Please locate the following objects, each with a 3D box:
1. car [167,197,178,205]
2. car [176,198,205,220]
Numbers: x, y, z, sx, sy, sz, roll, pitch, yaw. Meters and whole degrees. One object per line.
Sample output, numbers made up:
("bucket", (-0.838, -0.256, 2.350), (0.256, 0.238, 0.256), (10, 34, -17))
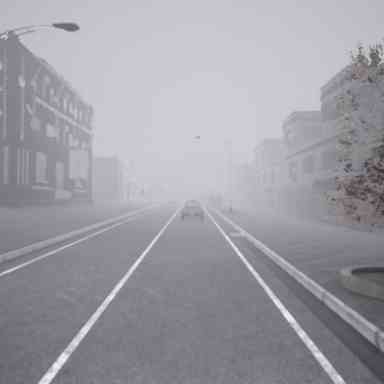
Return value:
("car", (-3.529, 1.699, 62.261), (1.994, 1.385, 4.181), (0, 0, 0))
("car", (0.054, 1.554, 28.560), (2.128, 1.511, 4.902), (0, 0, 0))
